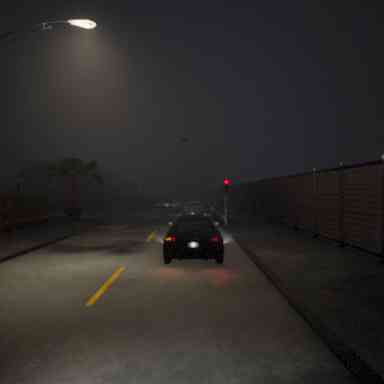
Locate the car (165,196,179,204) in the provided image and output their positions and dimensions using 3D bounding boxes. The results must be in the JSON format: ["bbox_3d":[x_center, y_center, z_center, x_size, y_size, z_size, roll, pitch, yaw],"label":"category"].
[{"bbox_3d":[-4.060,1.524,65.029,1.837,1.490,4.892,0,0,0],"label":"car"}]

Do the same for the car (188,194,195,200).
[{"bbox_3d":[-0.066,1.340,89.993,1.882,1.535,5.008,0,0,0],"label":"car"}]

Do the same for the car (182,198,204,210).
[{"bbox_3d":[0.058,1.535,29.682,1.812,1.442,4.674,0,0,0],"label":"car"}]

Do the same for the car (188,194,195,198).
[{"bbox_3d":[-0.058,1.543,79.990,1.812,1.442,4.674,0,0,0],"label":"car"}]

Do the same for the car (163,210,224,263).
[{"bbox_3d":[0.056,1.566,12.021,1.994,1.385,4.181,0,0,0],"label":"car"}]
